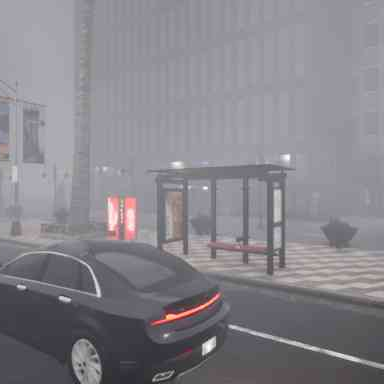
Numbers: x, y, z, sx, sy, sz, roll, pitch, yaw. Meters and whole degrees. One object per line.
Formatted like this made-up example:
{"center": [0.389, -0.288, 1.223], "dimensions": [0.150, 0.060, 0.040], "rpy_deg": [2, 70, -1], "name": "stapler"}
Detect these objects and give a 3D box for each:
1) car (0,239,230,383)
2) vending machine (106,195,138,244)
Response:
{"center": [-1.774, 1.505, 5.203], "dimensions": [4.892, 1.490, 1.837], "rpy_deg": [0, 0, 36], "name": "car"}
{"center": [-3.186, 1.195, 15.179], "dimensions": [0.880, 2.100, 1.100], "rpy_deg": [0, 0, 35], "name": "vending machine"}
